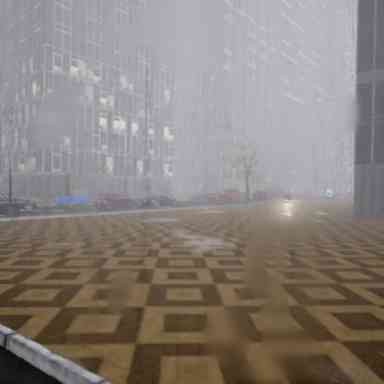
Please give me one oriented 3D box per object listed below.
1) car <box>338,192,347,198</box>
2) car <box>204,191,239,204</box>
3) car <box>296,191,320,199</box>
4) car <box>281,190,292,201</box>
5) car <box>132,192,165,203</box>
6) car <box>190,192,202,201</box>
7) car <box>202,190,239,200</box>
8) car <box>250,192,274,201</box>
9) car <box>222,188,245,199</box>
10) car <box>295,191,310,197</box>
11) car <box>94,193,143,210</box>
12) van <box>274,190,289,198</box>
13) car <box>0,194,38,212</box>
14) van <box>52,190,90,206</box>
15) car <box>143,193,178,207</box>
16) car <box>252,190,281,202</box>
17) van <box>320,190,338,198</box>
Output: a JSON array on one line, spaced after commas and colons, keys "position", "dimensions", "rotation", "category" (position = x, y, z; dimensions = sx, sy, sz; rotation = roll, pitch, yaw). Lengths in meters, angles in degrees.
[{"position": [34.327, 0.695, 78.812], "dimensions": [2.008, 1.369, 4.403], "rotation": [2, 2, 42], "category": "car"}, {"position": [4.041, 0.944, 44.842], "dimensions": [1.802, 1.307, 4.206], "rotation": [2, 2, 42], "category": "car"}, {"position": [23.084, 0.750, 66.199], "dimensions": [1.752, 1.417, 4.829], "rotation": [2, 2, 42], "category": "car"}, {"position": [15.403, 0.595, 57.575], "dimensions": [2.192, 1.841, 5.009], "rotation": [2, 2, 42], "category": "car"}, {"position": [-5.992, 0.770, 46.191], "dimensions": [1.887, 1.381, 4.507], "rotation": [2, 2, 42], "category": "car"}, {"position": [1.584, 0.736, 54.677], "dimensions": [1.947, 1.339, 4.313], "rotation": [2, 2, 42], "category": "car"}, {"position": [4.245, 0.783, 49.057], "dimensions": [2.128, 1.511, 4.902], "rotation": [2, 1, 42], "category": "car"}, {"position": [12.352, 0.713, 58.195], "dimensions": [1.882, 1.535, 5.008], "rotation": [2, 1, 42], "category": "car"}, {"position": [5.913, 0.429, 55.489], "dimensions": [2.150, 2.045, 5.566], "rotation": [2, 1, 42], "category": "car"}, {"position": [28.086, 0.546, 84.403], "dimensions": [1.947, 1.339, 4.313], "rotation": [2, 2, 42], "category": "car"}, {"position": [-7.221, 0.888, 32.019], "dimensions": [1.967, 1.590, 4.097], "rotation": [2, 2, 42], "category": "car"}, {"position": [20.518, 0.375, 75.905], "dimensions": [1.690, 1.788, 3.998], "rotation": [2, 2, 42], "category": "van"}, {"position": [-15.256, 0.928, 27.244], "dimensions": [2.128, 1.511, 4.902], "rotation": [2, 1, 42], "category": "car"}, {"position": [-13.643, 0.620, 37.769], "dimensions": [1.690, 1.788, 3.998], "rotation": [2, 2, 42], "category": "van"}, {"position": [-3.480, 0.985, 36.306], "dimensions": [1.947, 1.339, 4.313], "rotation": [2, 2, 42], "category": "car"}, {"position": [11.617, 0.623, 53.328], "dimensions": [2.192, 1.841, 5.009], "rotation": [2, 2, 42], "category": "car"}, {"position": [30.545, 0.512, 74.561], "dimensions": [1.690, 1.788, 3.998], "rotation": [2, 2, 42], "category": "van"}]
